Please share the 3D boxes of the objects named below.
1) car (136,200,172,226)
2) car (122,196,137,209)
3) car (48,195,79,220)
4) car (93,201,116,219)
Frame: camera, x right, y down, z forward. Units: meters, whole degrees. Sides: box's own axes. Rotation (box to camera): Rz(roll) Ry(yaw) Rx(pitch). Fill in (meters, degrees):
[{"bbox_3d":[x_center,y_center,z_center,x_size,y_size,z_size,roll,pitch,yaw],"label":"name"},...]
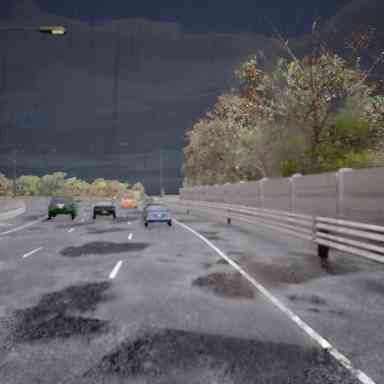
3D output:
[{"bbox_3d":[-2.599,1.562,23.485,2.033,1.411,5.357,0,0,-12],"label":"car"},{"bbox_3d":[-9.014,1.405,47.764,2.097,1.767,4.553,0,0,-11],"label":"car"},{"bbox_3d":[-11.369,1.292,29.508,2.150,2.045,5.566,0,0,-16],"label":"car"},{"bbox_3d":[-8.016,1.527,30.392,1.882,1.535,5.008,0,0,-16],"label":"car"}]
